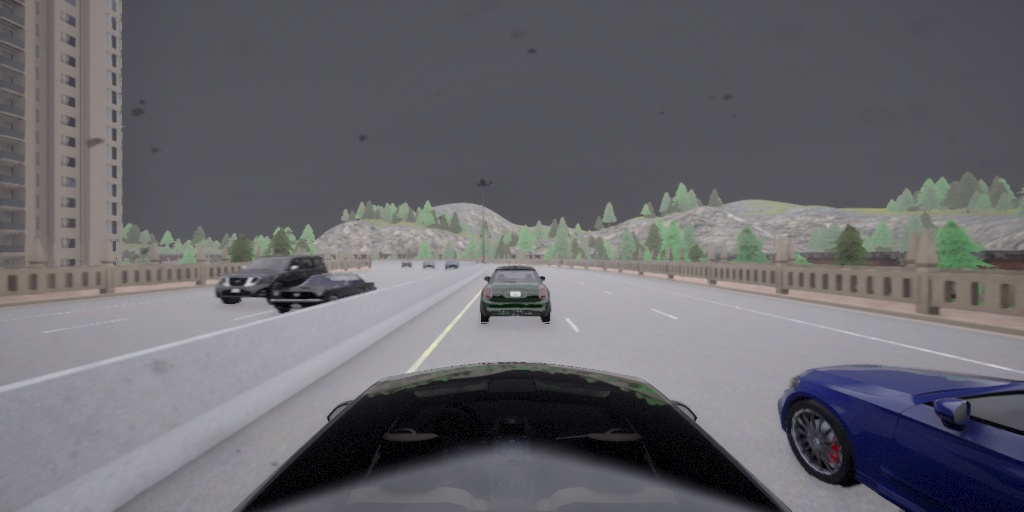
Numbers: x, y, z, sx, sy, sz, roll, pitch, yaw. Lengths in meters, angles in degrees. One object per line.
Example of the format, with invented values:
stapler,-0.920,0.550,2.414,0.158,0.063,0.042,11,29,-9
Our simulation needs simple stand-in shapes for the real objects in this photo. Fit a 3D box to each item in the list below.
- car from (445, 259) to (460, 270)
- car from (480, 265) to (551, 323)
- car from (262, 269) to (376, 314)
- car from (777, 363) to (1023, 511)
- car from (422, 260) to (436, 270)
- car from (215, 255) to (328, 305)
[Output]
car,-9.306,1.208,55.805,2.097,1.767,4.553,0,0,-12
car,0.100,1.103,12.316,2.097,1.767,4.553,0,0,0
car,-7.100,1.354,14.019,1.895,1.301,4.718,0,0,0
car,3.600,1.275,1.660,1.812,1.442,4.674,0,0,0
car,-13.281,1.374,57.551,1.837,1.490,4.892,0,0,-13
car,-10.599,0.978,16.509,2.150,2.045,5.566,0,0,0
